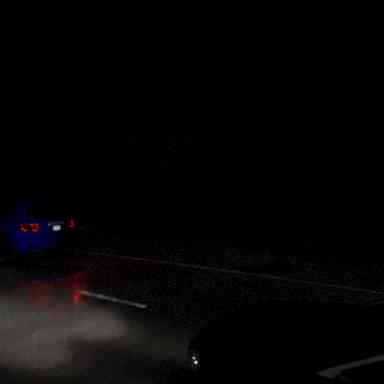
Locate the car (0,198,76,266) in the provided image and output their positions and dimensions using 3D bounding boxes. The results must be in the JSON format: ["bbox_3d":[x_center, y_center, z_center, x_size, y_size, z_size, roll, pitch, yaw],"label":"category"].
[{"bbox_3d":[-6.648,1.240,11.820,5.566,2.045,2.150,0,0,28],"label":"car"}]

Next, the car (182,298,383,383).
[{"bbox_3d":[2.143,1.484,2.276,4.902,1.511,2.128,0,0,35],"label":"car"}]
